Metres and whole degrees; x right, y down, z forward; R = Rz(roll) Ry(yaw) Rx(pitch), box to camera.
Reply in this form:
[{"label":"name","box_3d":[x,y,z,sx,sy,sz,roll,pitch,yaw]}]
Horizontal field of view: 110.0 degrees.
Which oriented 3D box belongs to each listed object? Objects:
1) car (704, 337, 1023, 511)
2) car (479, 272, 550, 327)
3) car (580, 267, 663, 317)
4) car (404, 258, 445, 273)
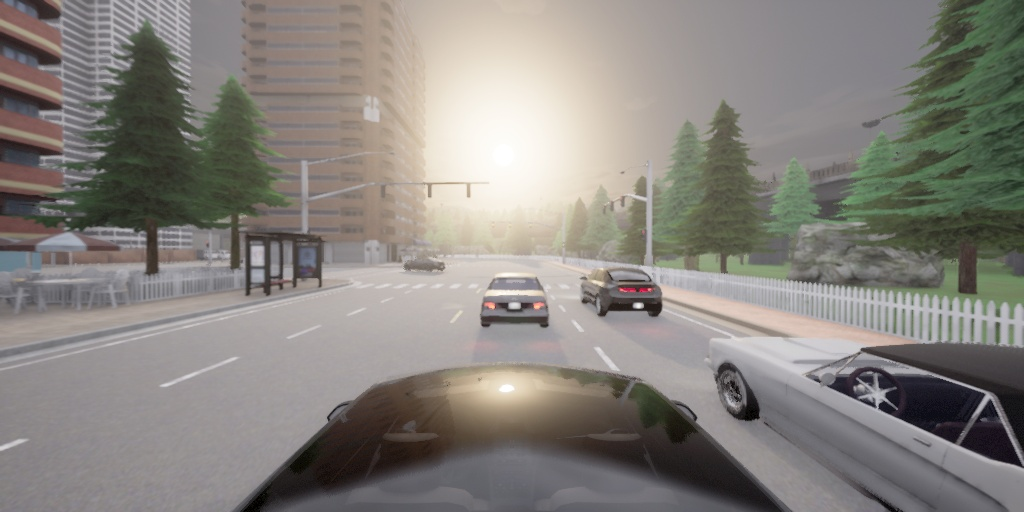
[{"label":"car","box_3d":[3.506,1.338,2.767,1.895,1.301,4.718,0,1,2]},{"label":"car","box_3d":[0.107,1.184,10.952,2.033,1.411,5.357,0,1,1]},{"label":"car","box_3d":[3.600,1.122,12.529,1.837,1.490,4.892,0,1,1]},{"label":"car","box_3d":[-8.906,0.889,36.536,4.674,1.442,1.812,0,0,31]}]
